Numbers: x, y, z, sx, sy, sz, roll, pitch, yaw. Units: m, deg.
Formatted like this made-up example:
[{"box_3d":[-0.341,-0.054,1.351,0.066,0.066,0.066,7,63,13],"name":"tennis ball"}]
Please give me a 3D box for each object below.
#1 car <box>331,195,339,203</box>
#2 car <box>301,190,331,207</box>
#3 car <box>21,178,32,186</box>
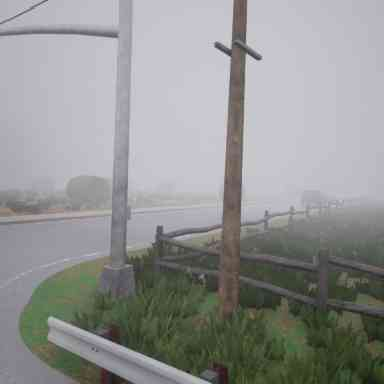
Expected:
[{"box_3d":[21.133,1.130,50.746,1.994,1.385,4.181,3,2,33],"name":"car"},{"box_3d":[15.383,0.808,41.847,2.150,2.045,5.566,3,2,34],"name":"car"},{"box_3d":[-39.212,-2.341,79.241,1.905,1.878,3.866,8,2,-13],"name":"car"}]
